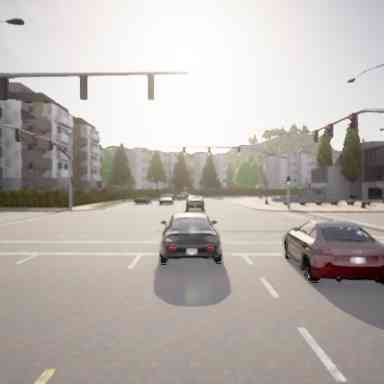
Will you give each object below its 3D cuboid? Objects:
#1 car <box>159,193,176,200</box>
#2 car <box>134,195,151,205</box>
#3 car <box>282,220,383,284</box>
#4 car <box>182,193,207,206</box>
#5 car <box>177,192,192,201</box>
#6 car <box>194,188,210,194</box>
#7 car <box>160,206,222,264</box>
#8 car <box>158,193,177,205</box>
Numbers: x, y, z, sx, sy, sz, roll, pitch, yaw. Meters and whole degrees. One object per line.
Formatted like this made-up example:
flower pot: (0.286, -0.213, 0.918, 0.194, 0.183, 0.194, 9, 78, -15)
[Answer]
car: (-4.703, 0.873, 64.629, 1.994, 1.385, 4.181, 0, 1, 17)
car: (-7.013, 1.094, 47.484, 1.895, 1.301, 4.718, 0, 1, 0)
car: (3.845, 1.462, 9.356, 1.994, 1.385, 4.181, 0, 1, 5)
car: (0.302, 1.119, 34.859, 2.128, 1.511, 4.902, 0, 1, -1)
car: (-1.569, 0.832, 62.909, 1.837, 1.490, 4.892, 0, 1, 16)
car: (2.075, 0.005, 78.313, 2.150, 2.045, 5.566, 0, 1, 35)
car: (-0.085, 1.405, 11.229, 1.812, 1.442, 4.674, 0, 1, -2)
car: (-3.554, 1.052, 46.387, 2.033, 1.411, 5.357, 0, 1, 0)
